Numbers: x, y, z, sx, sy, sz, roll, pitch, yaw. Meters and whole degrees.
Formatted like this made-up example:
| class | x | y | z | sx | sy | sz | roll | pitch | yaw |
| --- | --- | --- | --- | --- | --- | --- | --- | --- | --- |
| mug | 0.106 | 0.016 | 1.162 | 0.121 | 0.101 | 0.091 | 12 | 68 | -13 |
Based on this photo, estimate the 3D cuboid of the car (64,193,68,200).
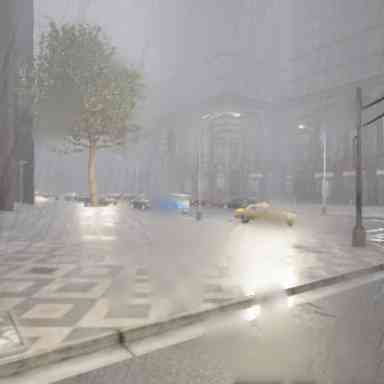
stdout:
| class | x | y | z | sx | sy | sz | roll | pitch | yaw |
| --- | --- | --- | --- | --- | --- | --- | --- | --- | --- |
| car | -21.164 | 0.824 | 58.231 | 2.008 | 1.369 | 4.403 | 1 | 0 | -35 |

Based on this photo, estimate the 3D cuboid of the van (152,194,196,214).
| class | x | y | z | sx | sy | sz | roll | pitch | yaw |
| --- | --- | --- | --- | --- | --- | --- | --- | --- | --- |
| van | -1.754 | 1.084 | 30.670 | 1.690 | 1.788 | 3.998 | 1 | 0 | -35 |

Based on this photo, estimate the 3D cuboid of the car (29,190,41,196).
| class | x | y | z | sx | sy | sz | roll | pitch | yaw |
| --- | --- | --- | --- | --- | --- | --- | --- | --- | --- |
| car | -40.569 | 0.248 | 85.787 | 1.967 | 1.590 | 4.097 | 1 | 0 | -35 |

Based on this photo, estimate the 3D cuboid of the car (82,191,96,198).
| class | x | y | z | sx | sy | sz | roll | pitch | yaw |
| --- | --- | --- | --- | --- | --- | --- | --- | --- | --- |
| car | -23.899 | 0.577 | 76.920 | 1.887 | 1.381 | 4.507 | 1 | 0 | -35 |

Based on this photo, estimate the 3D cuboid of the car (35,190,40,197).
| class | x | y | z | sx | sy | sz | roll | pitch | yaw |
| --- | --- | --- | --- | --- | --- | --- | --- | --- | --- |
| car | -37.334 | 0.324 | 81.194 | 1.967 | 1.590 | 4.097 | 1 | 0 | -35 |

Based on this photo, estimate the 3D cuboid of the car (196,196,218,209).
| class | x | y | z | sx | sy | sz | roll | pitch | yaw |
| --- | --- | --- | --- | --- | --- | --- | --- | --- | --- |
| car | 1.976 | 1.213 | 40.179 | 1.887 | 1.381 | 4.507 | 1 | 0 | -35 |

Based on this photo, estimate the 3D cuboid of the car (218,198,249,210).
| class | x | y | z | sx | sy | sz | roll | pitch | yaw |
| --- | --- | --- | --- | --- | --- | --- | --- | --- | --- |
| car | 5.209 | 1.304 | 35.586 | 1.947 | 1.339 | 4.313 | 1 | 0 | -35 |

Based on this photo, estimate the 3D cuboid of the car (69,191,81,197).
| class | x | y | z | sx | sy | sz | roll | pitch | yaw |
| --- | --- | --- | --- | --- | --- | --- | --- | --- | --- |
| car | -30.368 | 0.461 | 86.105 | 1.802 | 1.307 | 4.206 | 1 | 0 | -35 |

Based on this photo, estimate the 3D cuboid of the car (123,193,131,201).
| class | x | y | z | sx | sy | sz | roll | pitch | yaw |
| --- | --- | --- | --- | --- | --- | --- | --- | --- | --- |
| car | -10.963 | 0.900 | 58.552 | 2.008 | 1.369 | 4.403 | 1 | 0 | -35 |

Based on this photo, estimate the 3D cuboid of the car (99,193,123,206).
| class | x | y | z | sx | sy | sz | roll | pitch | yaw |
| --- | --- | --- | --- | --- | --- | --- | --- | --- | --- |
| car | -11.363 | 1.044 | 44.314 | 1.752 | 1.417 | 4.829 | 1 | 0 | -35 |

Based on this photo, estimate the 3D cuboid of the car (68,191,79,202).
| class | x | y | z | sx | sy | sz | roll | pitch | yaw |
| --- | --- | --- | --- | --- | --- | --- | --- | --- | --- |
| car | -17.929 | 0.904 | 53.638 | 2.008 | 1.369 | 4.403 | 1 | 0 | -35 |

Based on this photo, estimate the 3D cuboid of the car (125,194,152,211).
| class | x | y | z | sx | sy | sz | roll | pitch | yaw |
| --- | --- | --- | --- | --- | --- | --- | --- | --- | --- |
| car | -4.991 | 1.223 | 35.263 | 2.008 | 1.369 | 4.403 | 1 | 0 | -35 |

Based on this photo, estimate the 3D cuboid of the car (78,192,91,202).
| class | x | y | z | sx | sy | sz | roll | pitch | yaw |
| --- | --- | --- | --- | --- | --- | --- | --- | --- | --- |
| car | -14.695 | 0.985 | 49.045 | 2.008 | 1.369 | 4.403 | 1 | 0 | -35 |

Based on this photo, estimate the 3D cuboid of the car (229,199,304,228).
| class | x | y | z | sx | sy | sz | roll | pitch | yaw |
| --- | --- | --- | --- | --- | --- | --- | --- | --- | --- |
| car | 4.812 | 1.391 | 21.341 | 1.752 | 1.417 | 4.829 | 1 | 0 | -35 |

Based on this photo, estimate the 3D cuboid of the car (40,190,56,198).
| class | x | y | z | sx | sy | sz | roll | pitch | yaw |
| --- | --- | --- | --- | --- | --- | --- | --- | --- | --- |
| car | -30.865 | 0.477 | 72.008 | 1.967 | 1.590 | 4.097 | 1 | 0 | -35 |

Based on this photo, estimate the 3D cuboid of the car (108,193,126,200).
| class | x | y | z | sx | sy | sz | roll | pitch | yaw |
| --- | --- | --- | --- | --- | --- | --- | --- | --- | --- |
| car | -14.197 | 0.850 | 63.144 | 1.802 | 1.307 | 4.206 | 1 | 0 | -35 |
